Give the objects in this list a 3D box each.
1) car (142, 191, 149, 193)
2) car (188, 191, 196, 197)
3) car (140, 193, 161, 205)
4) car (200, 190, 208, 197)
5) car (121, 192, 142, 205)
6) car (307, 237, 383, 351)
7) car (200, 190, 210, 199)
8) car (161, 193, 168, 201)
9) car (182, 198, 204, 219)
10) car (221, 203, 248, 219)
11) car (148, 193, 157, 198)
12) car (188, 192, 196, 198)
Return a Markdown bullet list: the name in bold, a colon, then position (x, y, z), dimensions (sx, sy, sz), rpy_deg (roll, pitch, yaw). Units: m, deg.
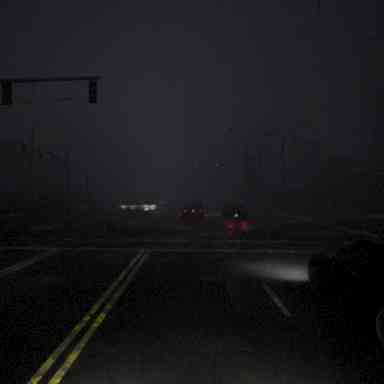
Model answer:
- **car**: position (-10.493, 0.880, 72.804), dimensions (2.150, 2.045, 5.566), rpy_deg (0, 1, 0)
- **car**: position (0.009, 0.603, 94.699), dimensions (2.033, 1.411, 5.357), rpy_deg (0, 1, 0)
- **car**: position (-7.045, 1.358, 57.155), dimensions (2.128, 1.511, 4.902), rpy_deg (0, 1, 1)
- **car**: position (3.509, 0.419, 94.665), dimensions (2.097, 1.767, 4.553), rpy_deg (0, 1, 0)
- **car**: position (-10.542, 1.093, 57.017), dimensions (2.150, 2.045, 5.566), rpy_deg (0, 1, 1)
- **car**: position (3.584, 1.530, 5.872), dimensions (1.812, 1.442, 4.674), rpy_deg (0, 0, 0)
- **car**: position (3.508, 0.945, 84.697), dimensions (1.812, 1.442, 4.674), rpy_deg (0, 1, 0)
- **car**: position (-6.993, 1.140, 72.401), dimensions (1.882, 1.535, 5.008), rpy_deg (0, 1, 0)
- **car**: position (0.100, 1.558, 28.850), dimensions (2.033, 1.411, 5.357), rpy_deg (0, 0, 0)
- **car**: position (3.599, 1.608, 29.252), dimensions (1.895, 1.301, 4.718), rpy_deg (0, 0, 0)
- **car**: position (-10.491, 0.935, 88.230), dimensions (1.895, 1.301, 4.718), rpy_deg (0, 1, 0)
- **car**: position (0.008, 0.776, 84.664), dimensions (2.097, 1.767, 4.553), rpy_deg (0, 1, 0)
